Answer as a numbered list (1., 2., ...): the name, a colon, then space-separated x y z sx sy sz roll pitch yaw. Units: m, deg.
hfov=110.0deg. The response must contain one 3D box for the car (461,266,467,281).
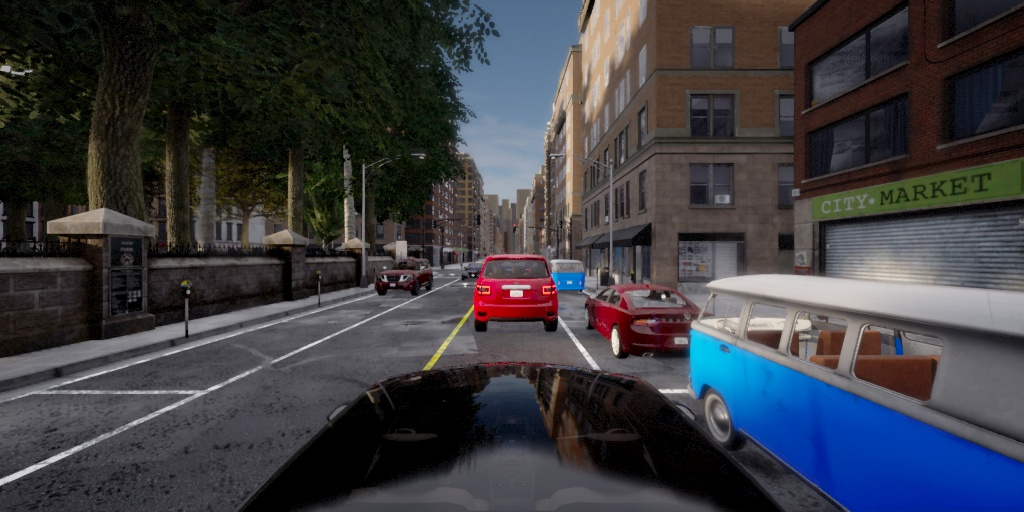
1. car: -3.007 1.303 29.711 1.994 1.385 4.181 0 0 0

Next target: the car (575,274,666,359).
1. car: 2.855 1.294 8.277 1.888 1.381 4.507 0 0 0

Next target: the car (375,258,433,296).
1. car: -5.671 1.059 19.557 2.192 1.841 5.009 0 0 0

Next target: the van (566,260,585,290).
1. van: 2.854 1.085 19.598 1.690 1.789 3.998 0 0 0

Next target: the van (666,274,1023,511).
1. van: 2.856 1.091 2.616 1.690 1.789 3.998 0 0 0

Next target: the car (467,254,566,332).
1. car: 0.096 0.970 11.036 2.150 2.045 5.566 0 0 0
